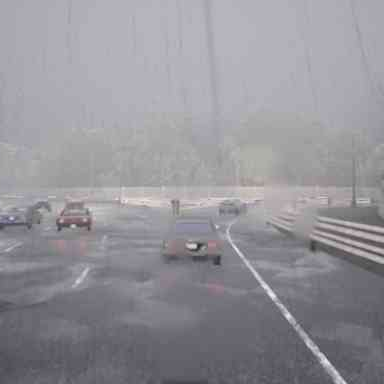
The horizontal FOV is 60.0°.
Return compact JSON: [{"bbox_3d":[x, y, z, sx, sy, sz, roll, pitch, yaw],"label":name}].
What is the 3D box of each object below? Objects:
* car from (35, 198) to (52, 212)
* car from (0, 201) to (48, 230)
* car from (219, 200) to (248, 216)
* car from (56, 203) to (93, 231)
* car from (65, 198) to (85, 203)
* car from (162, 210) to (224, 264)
[{"bbox_3d":[-17.557,1.505,38.912,1.837,1.490,4.892,0,0,-26],"label":"car"},{"bbox_3d":[-10.881,1.548,21.272,2.033,1.411,5.357,0,0,-15],"label":"car"},{"bbox_3d":[4.089,1.486,32.382,2.128,1.511,4.902,0,0,23],"label":"car"},{"bbox_3d":[-7.101,1.600,20.512,1.895,1.301,4.718,0,0,-15],"label":"car"},{"bbox_3d":[-13.777,1.476,39.195,1.882,1.535,5.008,0,0,-24],"label":"car"},{"bbox_3d":[0.013,1.546,11.699,2.033,1.411,5.357,0,0,0],"label":"car"}]
